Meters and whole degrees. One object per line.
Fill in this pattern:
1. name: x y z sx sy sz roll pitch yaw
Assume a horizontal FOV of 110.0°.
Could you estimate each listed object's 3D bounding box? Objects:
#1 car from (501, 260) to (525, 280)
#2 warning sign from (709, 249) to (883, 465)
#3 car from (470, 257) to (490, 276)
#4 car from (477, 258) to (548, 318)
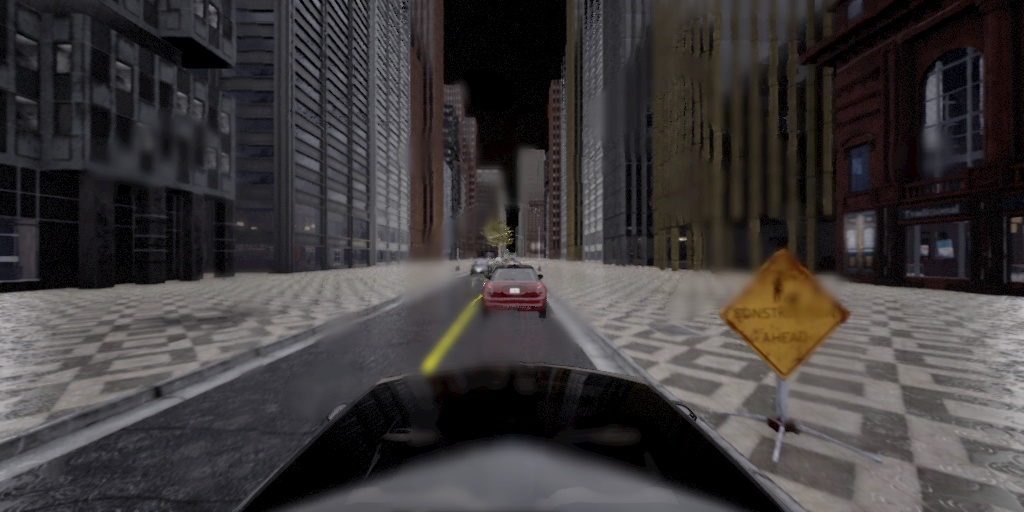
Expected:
1. car: 0.086 1.150 30.865 1.882 1.535 5.008 0 0 0
2. warning sign: 2.717 0.859 3.594 1.300 1.860 1.060 0 0 0
3. car: -3.106 1.152 36.191 2.128 1.511 4.902 0 0 0
4. car: 0.087 1.068 13.013 2.097 1.767 4.553 0 0 0
